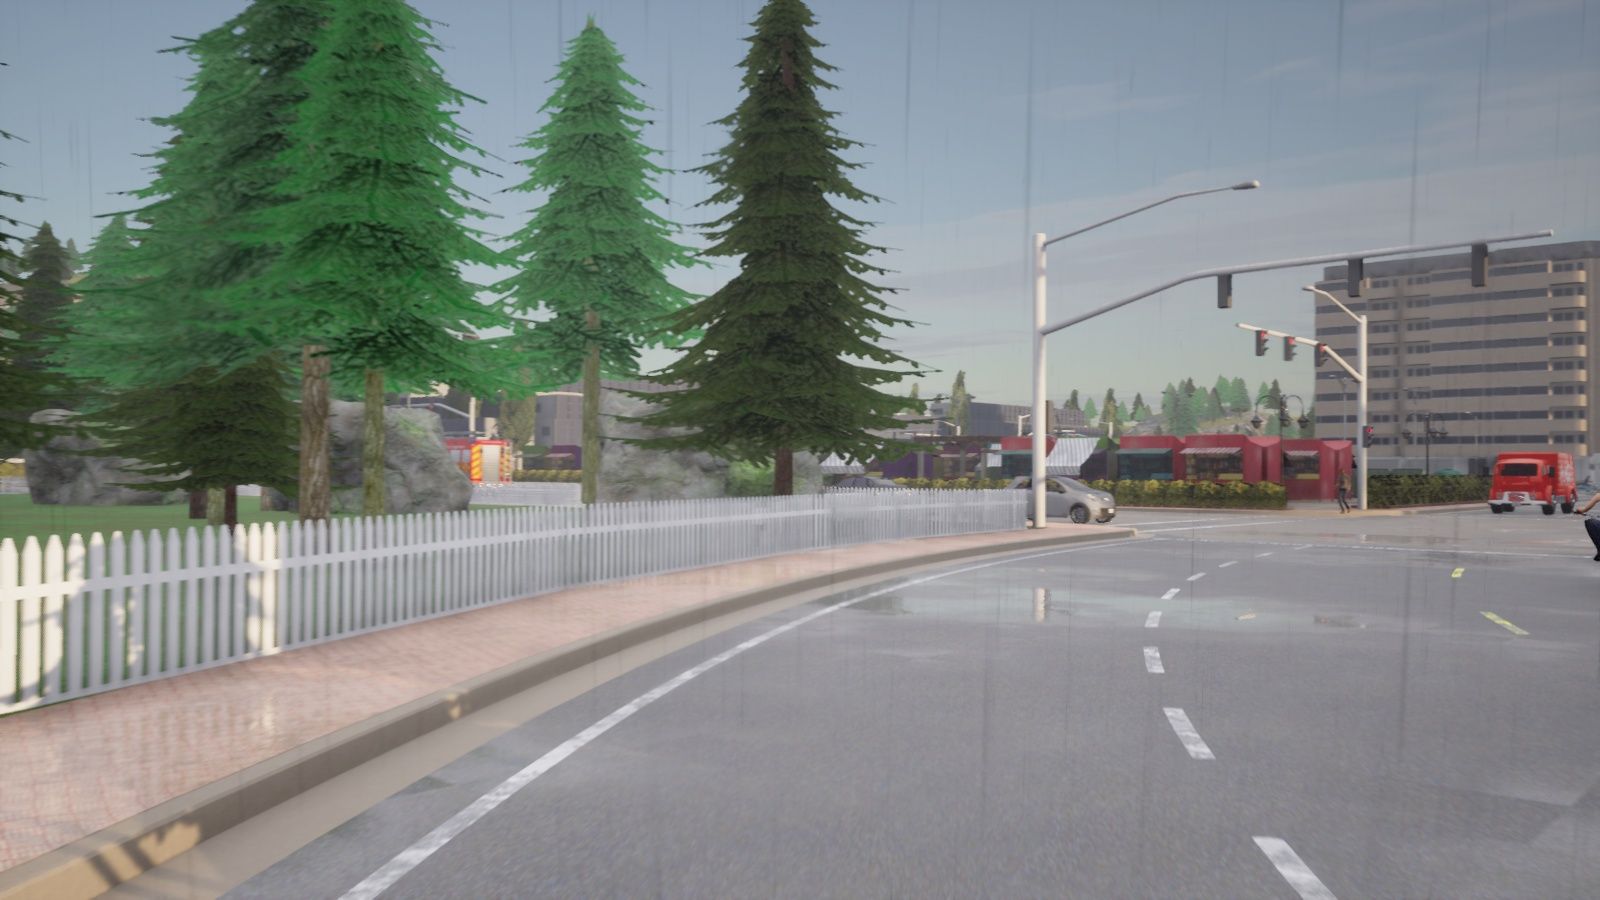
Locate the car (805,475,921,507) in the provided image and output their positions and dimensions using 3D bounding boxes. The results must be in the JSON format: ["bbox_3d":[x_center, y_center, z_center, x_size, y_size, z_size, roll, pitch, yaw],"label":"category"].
[{"bbox_3d":[2.912,1.896,58.879,5.357,1.411,2.033,-1,-1,42],"label":"car"}]

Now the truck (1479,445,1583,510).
[{"bbox_3d":[29.662,1.093,50.864,2.627,2.467,5.204,-1,-1,42],"label":"truck"}]

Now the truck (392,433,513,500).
[{"bbox_3d":[-21.030,1.036,75.721,8.468,3.827,2.891,-1,-1,42],"label":"truck"}]

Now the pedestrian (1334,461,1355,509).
[{"bbox_3d":[20.780,1.335,47.918,0.869,1.805,0.328,1,-1,-36],"label":"pedestrian"}]

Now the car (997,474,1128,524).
[{"bbox_3d":[8.303,1.529,39.909,3.633,1.501,1.845,-1,-1,42],"label":"car"}]
